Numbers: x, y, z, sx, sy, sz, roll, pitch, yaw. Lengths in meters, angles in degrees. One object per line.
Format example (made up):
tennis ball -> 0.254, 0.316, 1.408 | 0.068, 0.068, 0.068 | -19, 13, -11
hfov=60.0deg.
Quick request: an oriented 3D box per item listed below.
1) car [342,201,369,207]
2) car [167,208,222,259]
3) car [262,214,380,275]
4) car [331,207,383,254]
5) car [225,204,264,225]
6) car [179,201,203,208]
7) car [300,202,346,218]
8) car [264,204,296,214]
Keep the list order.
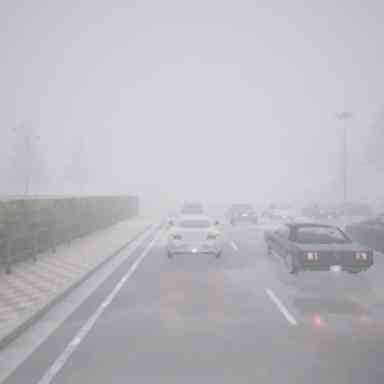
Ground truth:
car -> 14.087, 1.532, 29.668 | 1.837, 1.490, 4.892 | 0, 0, 0
car -> 0.077, 1.537, 12.507 | 1.812, 1.442, 4.674 | 0, 0, 0
car -> 3.569, 1.611, 10.446 | 1.895, 1.301, 4.718 | 0, 0, 0
car -> 7.075, 1.503, 11.684 | 2.128, 1.511, 4.902 | 0, 0, 0
car -> 3.566, 1.570, 24.500 | 2.033, 1.411, 5.357 | 0, 0, 0
car -> -0.054, 1.519, 29.359 | 2.128, 1.511, 4.902 | 0, 0, -2
car -> 10.582, 1.627, 27.726 | 1.895, 1.301, 4.718 | 0, 0, 0
car -> 7.082, 1.627, 27.724 | 1.895, 1.301, 4.718 | 0, 0, 0
